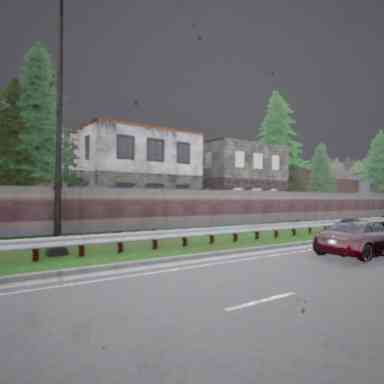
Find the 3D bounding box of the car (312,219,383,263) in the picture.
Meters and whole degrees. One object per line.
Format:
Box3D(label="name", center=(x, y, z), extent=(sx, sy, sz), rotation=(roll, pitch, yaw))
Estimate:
Box3D(label="car", center=(6.553, 1.742, 12.786), extent=(4.181, 1.385, 1.994), rotation=(1, 0, -35))
